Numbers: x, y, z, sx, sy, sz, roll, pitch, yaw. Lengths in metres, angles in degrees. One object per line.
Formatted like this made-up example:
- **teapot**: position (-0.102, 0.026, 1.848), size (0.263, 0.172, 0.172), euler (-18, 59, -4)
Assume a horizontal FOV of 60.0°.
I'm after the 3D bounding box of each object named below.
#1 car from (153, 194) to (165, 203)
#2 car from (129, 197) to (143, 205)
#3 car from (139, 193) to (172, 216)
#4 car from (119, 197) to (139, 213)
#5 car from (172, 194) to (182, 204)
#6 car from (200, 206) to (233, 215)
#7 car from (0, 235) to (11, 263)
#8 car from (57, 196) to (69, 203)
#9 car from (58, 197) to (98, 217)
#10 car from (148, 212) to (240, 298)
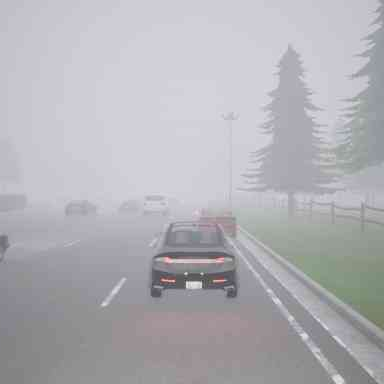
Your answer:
- **car**: position (-6.890, 1.351, 69.706), size (2.097, 1.767, 4.553), euler (0, 0, 0)
- **car**: position (-10.390, 1.564, 61.799), size (1.994, 1.385, 4.181), euler (0, 0, 0)
- **car**: position (-3.395, 1.221, 32.105), size (2.150, 2.045, 5.566), euler (0, 0, 0)
- **car**: position (-6.895, 1.564, 37.385), size (1.994, 1.385, 4.181), euler (0, 0, 0)
- **car**: position (-3.392, 1.601, 62.725), size (1.895, 1.301, 4.718), euler (0, 0, 0)
- **car**: position (1.227, 1.478, 17.852), size (1.882, 1.535, 5.008), euler (0, 0, 0)
- **car**: position (-6.899, 1.601, 8.821), size (1.895, 1.301, 4.718), euler (0, 0, 0)
- **car**: position (-24.618, 1.477, 64.032), size (1.882, 1.535, 5.008), euler (0, 0, -32)
- **car**: position (-10.395, 1.491, 31.497), size (2.128, 1.511, 4.902), euler (0, 0, 0)
- **car**: position (0.054, 1.492, 8.510), size (2.128, 1.511, 4.902), euler (0, 0, 0)
